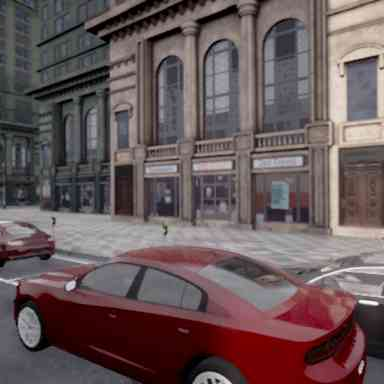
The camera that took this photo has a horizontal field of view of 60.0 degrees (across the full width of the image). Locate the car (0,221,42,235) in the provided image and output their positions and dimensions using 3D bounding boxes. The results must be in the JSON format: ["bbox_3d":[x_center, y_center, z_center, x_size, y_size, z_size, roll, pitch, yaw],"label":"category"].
[{"bbox_3d":[-6.296,1.619,11.191,4.206,1.307,1.802,0,0,36],"label":"car"}]

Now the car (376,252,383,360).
[{"bbox_3d":[2.680,1.553,4.747,4.403,1.369,2.008,0,0,36],"label":"car"}]

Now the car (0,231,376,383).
[{"bbox_3d":[-0.451,1.489,4.563,5.008,1.535,1.882,0,0,34],"label":"car"}]
